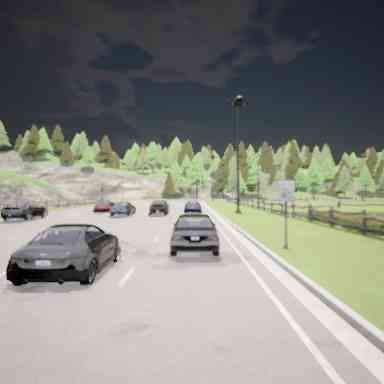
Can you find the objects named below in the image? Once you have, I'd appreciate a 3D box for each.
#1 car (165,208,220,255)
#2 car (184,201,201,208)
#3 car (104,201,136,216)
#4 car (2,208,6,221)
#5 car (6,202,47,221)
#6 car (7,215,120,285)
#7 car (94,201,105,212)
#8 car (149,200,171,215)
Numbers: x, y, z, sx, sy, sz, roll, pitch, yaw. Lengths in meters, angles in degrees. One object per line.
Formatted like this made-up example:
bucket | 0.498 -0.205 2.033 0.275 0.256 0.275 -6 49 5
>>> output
car | 0.098 1.599 13.574 2.033 1.411 5.357 0 0 0
car | 0.093 1.710 39.149 1.994 1.385 4.181 0 0 0
car | -6.906 1.672 33.593 2.033 1.411 5.357 0 0 0
car | -10.403 1.404 14.252 2.097 1.767 4.553 0 0 0
car | -13.904 1.595 27.914 2.128 1.511 4.902 0 0 0
car | -3.402 1.600 9.607 1.994 1.385 4.181 0 0 0
car | -10.406 1.713 40.267 1.994 1.385 4.181 0 0 0
car | -3.405 1.638 35.476 1.837 1.490 4.892 0 0 0
